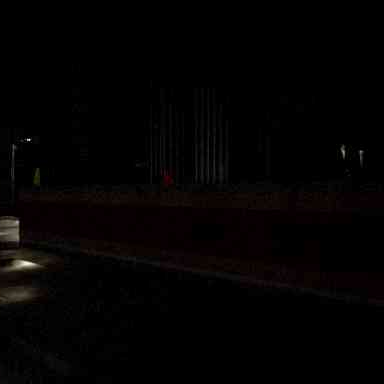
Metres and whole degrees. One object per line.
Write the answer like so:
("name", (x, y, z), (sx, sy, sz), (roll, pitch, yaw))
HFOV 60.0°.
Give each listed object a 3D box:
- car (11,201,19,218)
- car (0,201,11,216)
("car", (-12.249, 1.603, 28.808), (2.033, 1.411, 5.357), (0, 0, 37))
("car", (-16.407, 1.547, 29.086), (2.128, 1.511, 4.902), (0, 0, 37))
